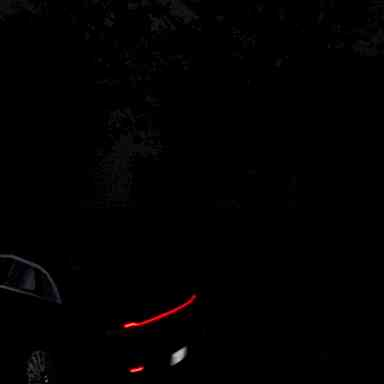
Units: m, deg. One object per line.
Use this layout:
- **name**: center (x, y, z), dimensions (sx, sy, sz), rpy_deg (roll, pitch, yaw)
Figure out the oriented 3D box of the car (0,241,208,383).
- **car**: center (-2.106, 1.494, 4.882), dimensions (4.902, 1.511, 2.128), rpy_deg (0, 0, 36)
